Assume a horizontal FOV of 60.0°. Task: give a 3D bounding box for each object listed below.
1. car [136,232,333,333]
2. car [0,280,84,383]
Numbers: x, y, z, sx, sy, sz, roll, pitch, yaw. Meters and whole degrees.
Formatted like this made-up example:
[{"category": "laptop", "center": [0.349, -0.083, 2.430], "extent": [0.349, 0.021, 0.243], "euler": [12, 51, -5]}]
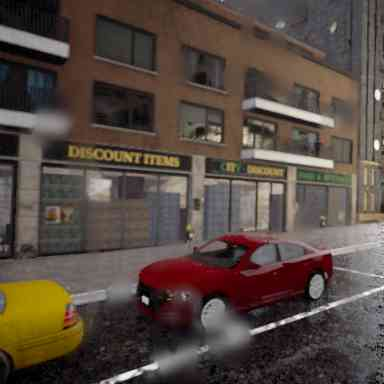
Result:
[{"category": "car", "center": [1.062, 1.553, 6.826], "extent": [4.507, 1.381, 1.887], "euler": [0, 2, -35]}, {"category": "car", "center": [-3.688, 1.524, 3.437], "extent": [4.829, 1.417, 1.752], "euler": [0, 2, -35]}]
